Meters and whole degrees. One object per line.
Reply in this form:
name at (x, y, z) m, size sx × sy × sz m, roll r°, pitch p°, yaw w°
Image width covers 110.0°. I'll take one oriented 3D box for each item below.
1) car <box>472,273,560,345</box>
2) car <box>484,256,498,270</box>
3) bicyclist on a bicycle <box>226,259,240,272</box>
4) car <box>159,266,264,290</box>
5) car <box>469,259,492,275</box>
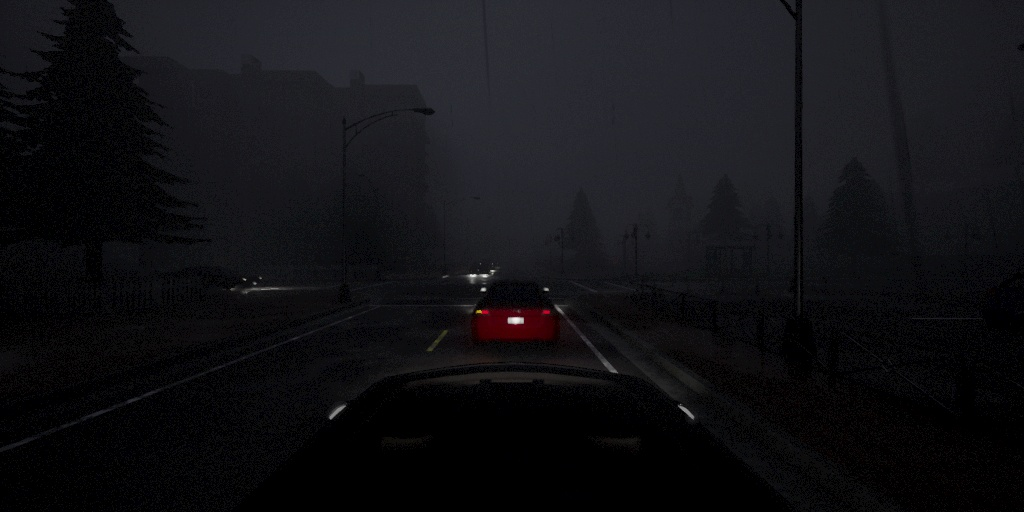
car at (0.078, 1.314, 9.489) m, size 1.994 × 1.385 × 4.181 m, roll 0°, pitch 0°, yaw 0°
car at (-3.567, 1.101, 52.511) m, size 2.097 × 1.767 × 4.553 m, roll 0°, pitch 0°, yaw 0°
bicyclist on a bicycle at (-22.963, 1.066, 29.491) m, size 0.582 × 1.620 × 1.656 m, roll 0°, pitch 0°, yaw -1°
car at (-18.484, 1.312, 22.052) m, size 5.357 × 1.411 × 2.033 m, roll 0°, pitch 0°, yaw -1°
car at (-3.576, 1.314, 39.697) m, size 1.994 × 1.385 × 4.181 m, roll 0°, pitch 0°, yaw 0°
